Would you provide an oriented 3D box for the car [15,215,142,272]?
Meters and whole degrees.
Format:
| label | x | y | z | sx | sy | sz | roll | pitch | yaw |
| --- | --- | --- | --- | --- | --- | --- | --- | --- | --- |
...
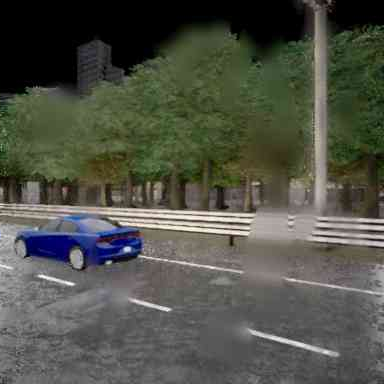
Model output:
| label | x | y | z | sx | sy | sz | roll | pitch | yaw |
| --- | --- | --- | --- | --- | --- | --- | --- | --- | --- |
| car | -3.858 | 1.498 | 10.918 | 5.008 | 1.535 | 1.882 | 0 | 0 | 36 |
